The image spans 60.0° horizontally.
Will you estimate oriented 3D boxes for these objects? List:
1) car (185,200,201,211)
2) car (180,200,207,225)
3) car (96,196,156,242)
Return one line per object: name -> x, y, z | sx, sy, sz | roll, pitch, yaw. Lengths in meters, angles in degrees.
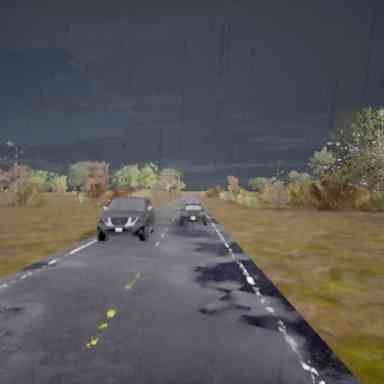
car -> 0.080, 1.668, 42.251 | 1.895, 1.301, 4.718 | 0, 0, 0
car -> 0.088, 1.565, 24.340 | 1.812, 1.442, 4.674 | 0, 0, 0
car -> -3.109, 1.247, 16.873 | 2.150, 2.045, 5.566 | 0, 0, 0
